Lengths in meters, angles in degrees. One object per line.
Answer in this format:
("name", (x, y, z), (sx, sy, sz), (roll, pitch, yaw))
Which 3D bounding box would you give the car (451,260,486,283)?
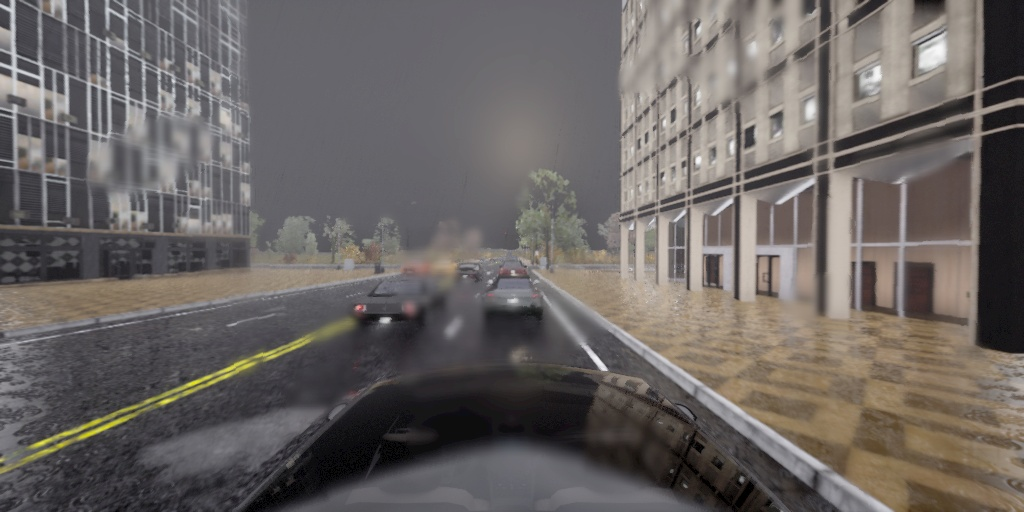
("car", (-3.178, 1.253, 27.586), (1.837, 1.490, 4.892), (0, 0, 0))

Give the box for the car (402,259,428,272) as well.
("car", (-9.818, 1.092, 37.368), (2.097, 1.767, 4.553), (0, 0, 0))

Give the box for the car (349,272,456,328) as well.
("car", (-3.186, 1.353, 11.327), (1.895, 1.301, 4.718), (0, 0, 0))

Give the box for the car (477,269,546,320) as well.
("car", (0.072, 1.316, 12.570), (1.994, 1.385, 4.181), (0, 0, 0))

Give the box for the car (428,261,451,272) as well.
("car", (-6.577, 1.220, 35.519), (1.882, 1.535, 5.008), (0, 0, 0))

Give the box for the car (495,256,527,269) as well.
("car", (0.071, 1.100, 27.304), (2.097, 1.767, 4.553), (0, 0, 0))
